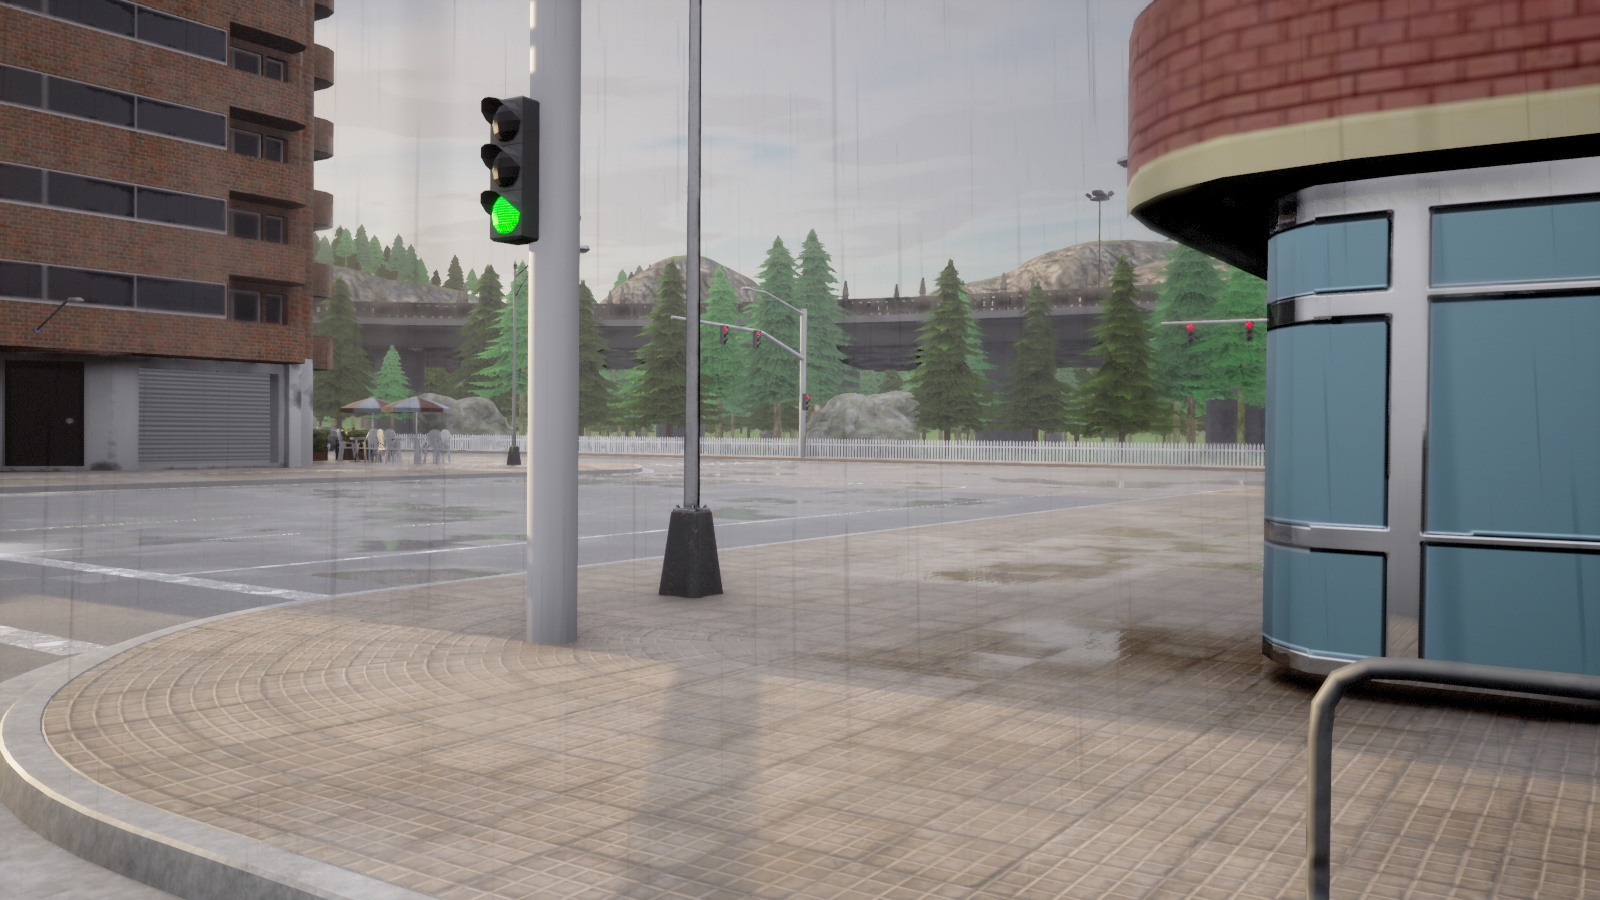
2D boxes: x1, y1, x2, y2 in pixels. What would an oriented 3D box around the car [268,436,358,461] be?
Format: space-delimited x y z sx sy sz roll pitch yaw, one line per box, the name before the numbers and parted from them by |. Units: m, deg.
car | -29.703 -0.096 76.638 4.892 1.490 1.837 0 1 12
